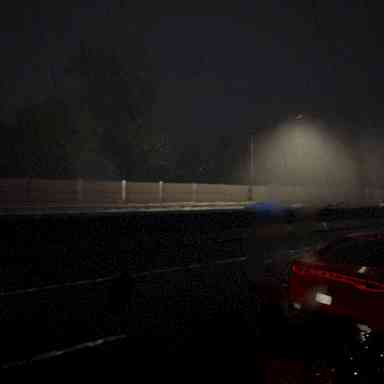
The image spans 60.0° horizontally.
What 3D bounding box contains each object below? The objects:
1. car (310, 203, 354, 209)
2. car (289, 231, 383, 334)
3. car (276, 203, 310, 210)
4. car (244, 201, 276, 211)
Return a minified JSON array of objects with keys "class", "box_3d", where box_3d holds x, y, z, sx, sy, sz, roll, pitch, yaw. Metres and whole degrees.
[{"class":"car","box_3d":[13.375,1.761,30.719,4.892,1.490,1.837,1,0,-35]},{"class":"car","box_3d":[4.086,1.540,6.660,5.008,1.535,1.882,0,0,-36]},{"class":"car","box_3d":[10.875,1.814,33.233,4.181,1.385,1.994,1,0,-35]},{"class":"car","box_3d":[7.675,1.715,35.254,5.008,1.535,1.882,0,0,-35]}]
